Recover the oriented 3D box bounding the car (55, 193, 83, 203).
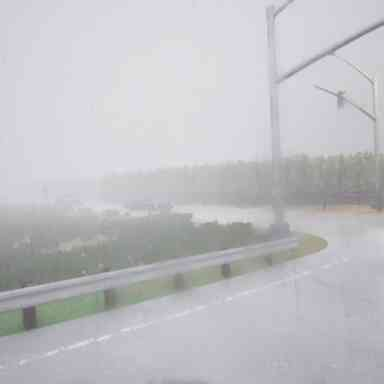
[{"bbox_3d":[-14.780,0.881,39.634,2.097,1.767,4.553,-5,3,-41],"label":"car"}]

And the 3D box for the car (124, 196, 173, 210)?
[{"bbox_3d":[-3.469,0.986,26.358,1.895,1.301,4.718,-5,3,-41],"label":"car"}]
